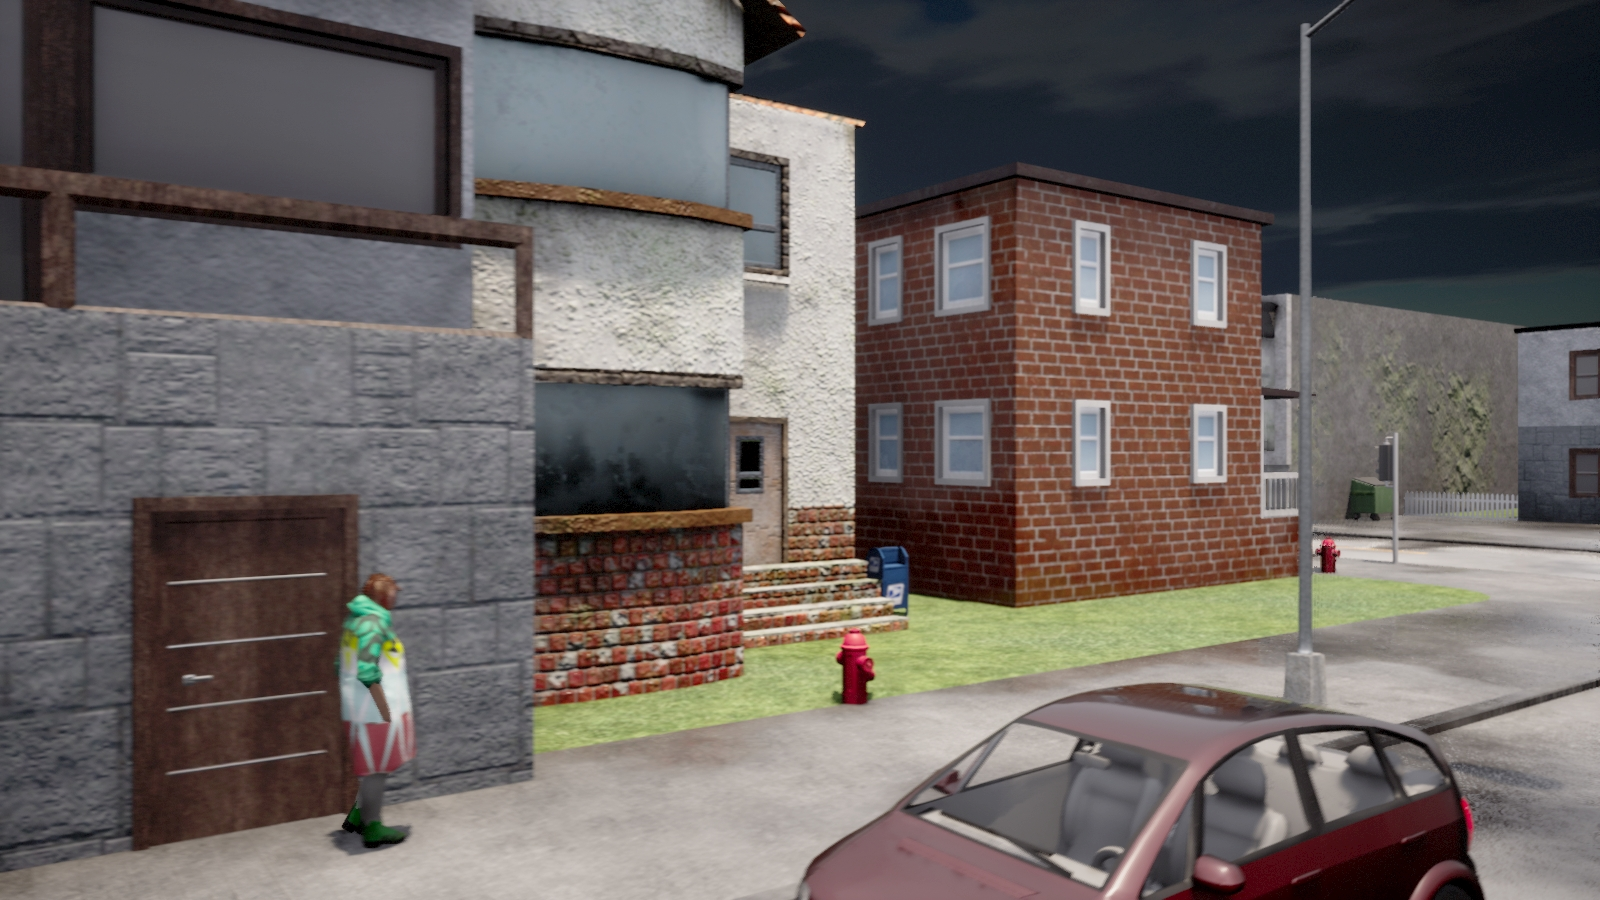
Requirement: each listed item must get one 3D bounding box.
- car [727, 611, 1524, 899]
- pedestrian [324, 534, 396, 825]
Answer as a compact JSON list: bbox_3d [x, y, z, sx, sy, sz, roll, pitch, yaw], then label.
[{"bbox_3d":[1.695,1.806,5.556,3.705,1.549,1.789,0,0,-35],"label":"car"},{"bbox_3d":[-2.972,1.516,7.714,0.375,1.860,0.375,0,0,-36],"label":"pedestrian"}]
